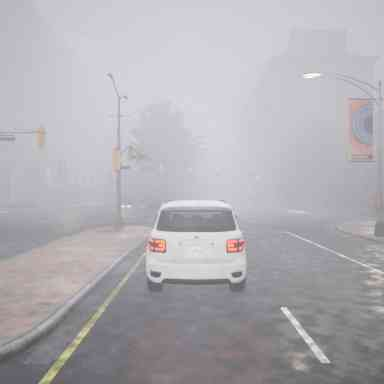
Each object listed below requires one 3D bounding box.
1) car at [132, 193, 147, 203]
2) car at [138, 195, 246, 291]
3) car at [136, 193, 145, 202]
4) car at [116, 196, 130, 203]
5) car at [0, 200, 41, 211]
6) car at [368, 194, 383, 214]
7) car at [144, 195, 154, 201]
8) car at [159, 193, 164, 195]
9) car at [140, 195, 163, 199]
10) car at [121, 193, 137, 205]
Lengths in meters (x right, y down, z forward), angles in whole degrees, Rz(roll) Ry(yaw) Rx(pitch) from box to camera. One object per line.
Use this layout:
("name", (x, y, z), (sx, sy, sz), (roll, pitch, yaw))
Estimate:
("car", (-11.208, 1.225, 71.389), (2.150, 2.045, 5.566), (0, 0, 0))
("car", (0.108, 1.221, 9.121), (2.150, 2.045, 5.566), (0, 0, 1))
("car", (-7.843, 1.354, 58.011), (2.097, 1.767, 4.553), (0, 0, 0))
("car", (-14.464, 1.595, 69.844), (1.895, 1.301, 4.718), (0, 0, 0))
("car", (-20.982, 1.601, 40.275), (4.718, 1.301, 1.895), (0, 0, -14))
("car", (20.425, 1.222, 32.876), (5.566, 2.045, 2.150), (0, 0, 0))
("car", (-11.146, 1.525, 86.373), (2.128, 1.511, 4.902), (0, 0, 0))
("car", (-7.706, 1.524, 72.016), (1.812, 1.442, 4.674), (0, 0, 0))
("car", (-3.644, 1.491, 39.130), (2.128, 1.511, 4.902), (-1, 0, -40))
("car", (-11.324, 1.491, 59.793), (2.128, 1.511, 4.902), (0, 0, 1))
